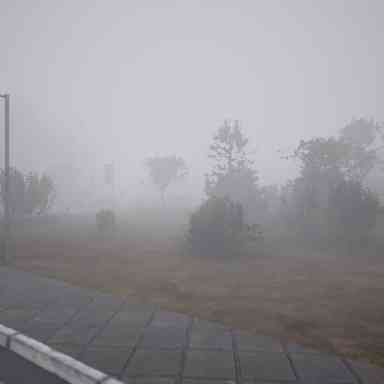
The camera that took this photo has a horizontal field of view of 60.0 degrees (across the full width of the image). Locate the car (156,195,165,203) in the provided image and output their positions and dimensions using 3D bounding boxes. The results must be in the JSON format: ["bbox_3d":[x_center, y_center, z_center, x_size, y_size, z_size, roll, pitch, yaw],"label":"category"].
[{"bbox_3d":[-5.033,1.238,62.509,1.882,1.535,5.008,0,1,37],"label":"car"}]

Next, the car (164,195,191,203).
[{"bbox_3d":[-2.263,1.231,60.370,1.895,1.301,4.718,0,1,37],"label":"car"}]

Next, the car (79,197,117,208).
[{"bbox_3d":[-12.937,1.444,47.147,2.128,1.511,4.902,0,1,39],"label":"car"}]

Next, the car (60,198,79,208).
[{"bbox_3d":[-16.547,1.564,48.247,1.895,1.301,4.718,0,0,39],"label":"car"}]
